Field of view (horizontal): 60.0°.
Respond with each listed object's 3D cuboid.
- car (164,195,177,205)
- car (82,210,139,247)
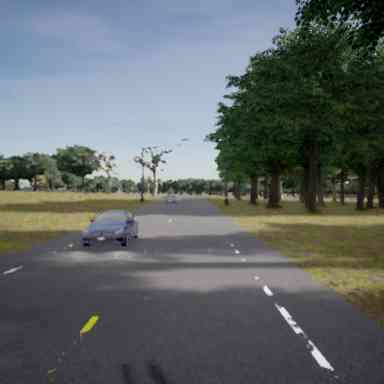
[{"bbox_3d":[-3.575,1.298,56.132,2.128,1.511,4.902,0,1,0],"label":"car"},{"bbox_3d":[-3.607,1.597,15.516,1.812,1.442,4.674,0,0,0],"label":"car"}]
